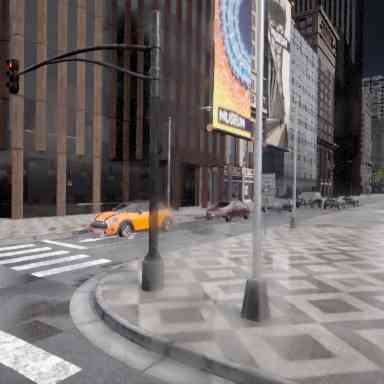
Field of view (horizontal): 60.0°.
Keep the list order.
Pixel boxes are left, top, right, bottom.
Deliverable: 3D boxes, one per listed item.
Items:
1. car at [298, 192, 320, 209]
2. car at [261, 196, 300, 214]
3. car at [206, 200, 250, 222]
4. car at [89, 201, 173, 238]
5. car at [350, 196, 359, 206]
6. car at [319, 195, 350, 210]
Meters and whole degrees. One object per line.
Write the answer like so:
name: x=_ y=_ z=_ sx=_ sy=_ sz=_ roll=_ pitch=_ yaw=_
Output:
car: x=15.091 y=1.005 z=42.771 sx=2.150 sy=2.045 sz=5.566 roll=1 pitch=1 yaw=35
car: x=8.892 y=1.373 z=34.113 sx=2.033 sy=1.411 sz=5.357 roll=1 pitch=1 yaw=35
car: x=2.881 y=1.392 z=25.630 sx=1.812 sy=1.442 sz=4.674 roll=1 pitch=1 yaw=36
car: x=-3.060 y=1.258 z=17.276 sx=2.097 sy=1.767 sz=4.553 roll=1 pitch=1 yaw=36
car: x=23.637 y=1.297 z=49.583 sx=1.837 sy=1.490 sz=4.892 roll=1 pitch=1 yaw=35
car: x=17.653 y=1.342 z=41.044 sx=1.837 sy=1.490 sz=4.892 roll=1 pitch=1 yaw=36
